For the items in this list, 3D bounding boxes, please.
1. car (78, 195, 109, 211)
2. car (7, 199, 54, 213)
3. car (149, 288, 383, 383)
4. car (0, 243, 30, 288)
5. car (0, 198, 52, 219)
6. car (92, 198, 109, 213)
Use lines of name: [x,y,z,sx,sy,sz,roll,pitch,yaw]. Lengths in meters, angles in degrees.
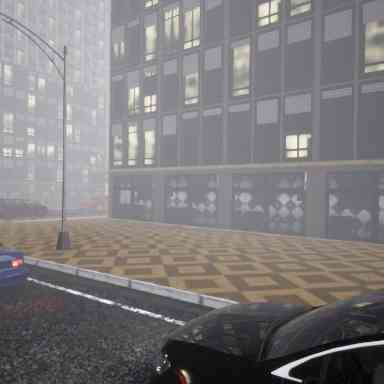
car: [-12.661,1.447,45.170,2.150,2.045,5.566,1,1,37]
car: [-19.504,1.642,40.320,1.752,1.417,4.829,1,0,37]
car: [1.850,1.505,2.363,4.892,1.490,1.837,0,0,35]
car: [-6.070,1.543,8.032,5.357,1.411,2.033,0,0,36]
car: [-16.024,1.519,30.938,2.192,1.841,5.009,1,0,37]
car: [-9.209,1.829,40.137,1.752,1.417,4.829,1,0,37]
